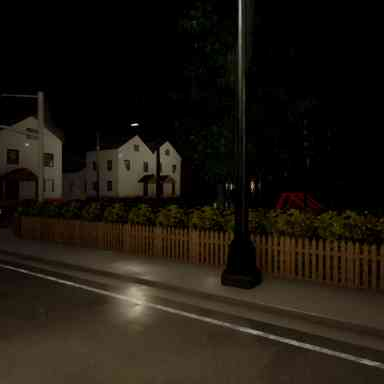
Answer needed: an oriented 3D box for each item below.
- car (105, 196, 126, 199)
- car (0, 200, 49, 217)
[{"bbox_3d":[-9.400,1.352,38.817,2.097,1.767,4.553,0,0,35],"label":"car"},{"bbox_3d":[-15.048,1.491,30.648,2.128,1.511,4.902,0,0,35],"label":"car"}]
